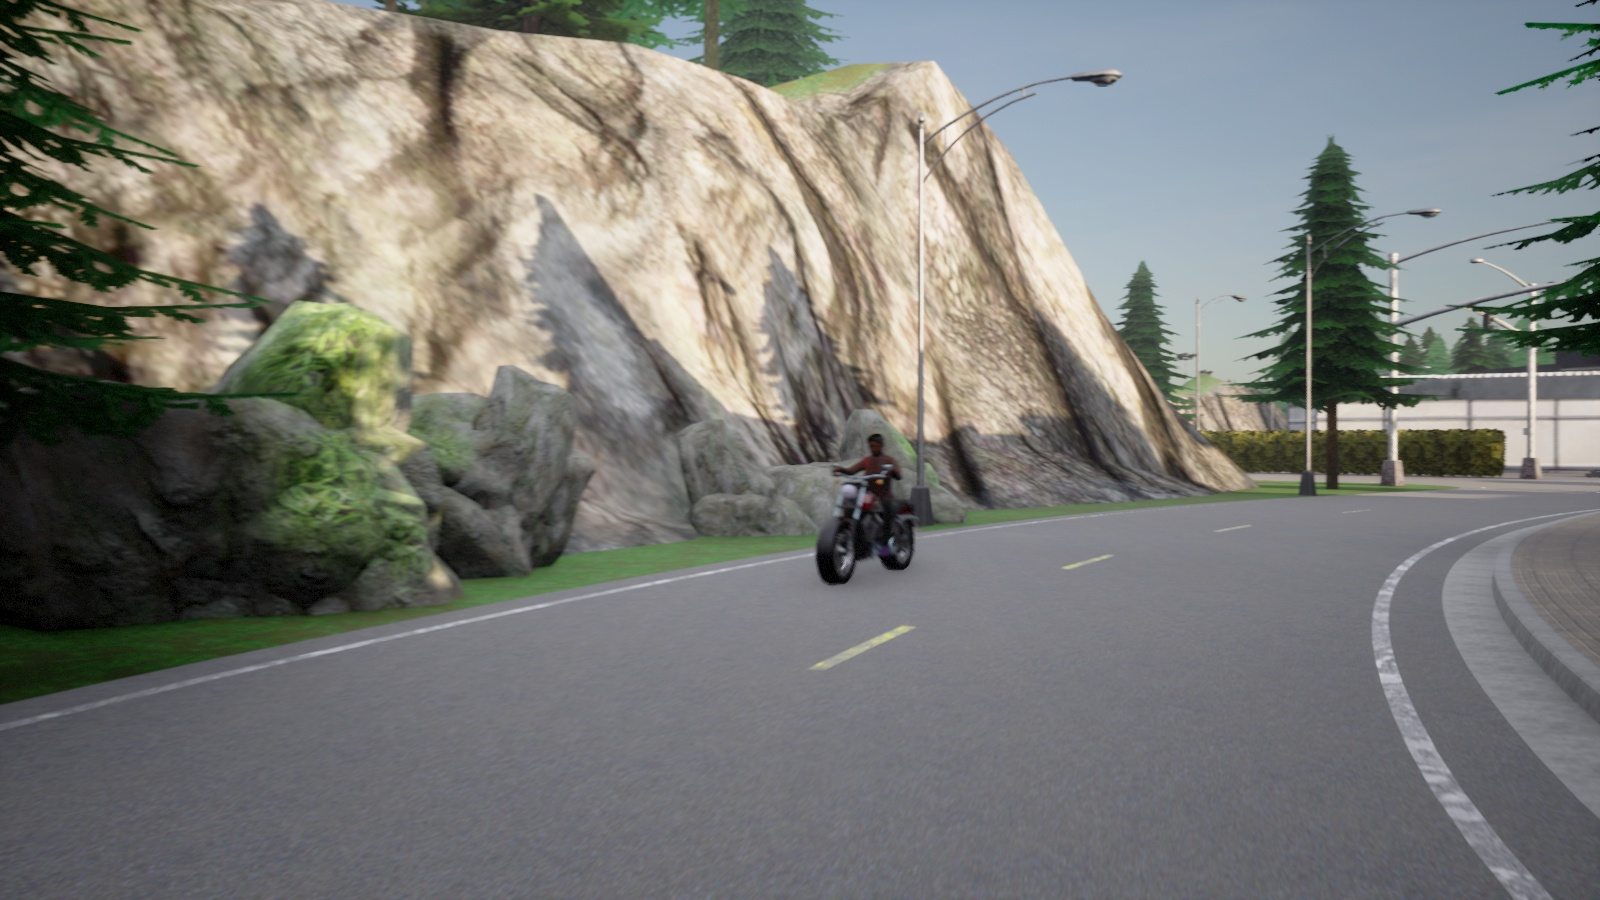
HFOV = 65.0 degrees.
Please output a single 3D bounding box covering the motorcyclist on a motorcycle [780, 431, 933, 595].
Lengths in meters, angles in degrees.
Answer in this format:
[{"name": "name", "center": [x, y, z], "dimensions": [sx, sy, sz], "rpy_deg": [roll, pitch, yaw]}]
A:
[{"name": "motorcyclist on a motorcycle", "center": [0.668, 0.620, 13.795], "dimensions": [0.766, 1.649, 2.350], "rpy_deg": [1, 1, 27]}]
